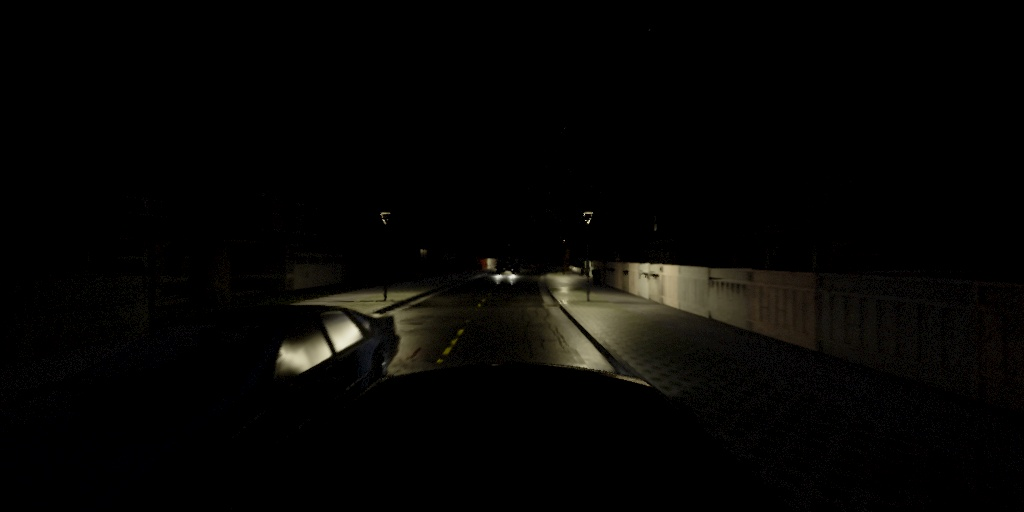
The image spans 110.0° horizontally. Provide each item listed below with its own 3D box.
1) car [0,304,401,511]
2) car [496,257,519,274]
[{"bbox_3d":[-2.836,1.305,3.965,2.033,1.411,5.357,0,0,0],"label":"car"},{"bbox_3d":[-0.461,1.080,42.639,2.150,2.045,5.566,0,0,9],"label":"car"}]
